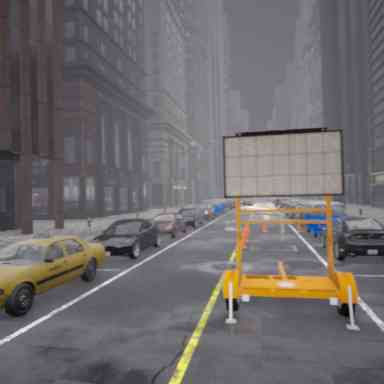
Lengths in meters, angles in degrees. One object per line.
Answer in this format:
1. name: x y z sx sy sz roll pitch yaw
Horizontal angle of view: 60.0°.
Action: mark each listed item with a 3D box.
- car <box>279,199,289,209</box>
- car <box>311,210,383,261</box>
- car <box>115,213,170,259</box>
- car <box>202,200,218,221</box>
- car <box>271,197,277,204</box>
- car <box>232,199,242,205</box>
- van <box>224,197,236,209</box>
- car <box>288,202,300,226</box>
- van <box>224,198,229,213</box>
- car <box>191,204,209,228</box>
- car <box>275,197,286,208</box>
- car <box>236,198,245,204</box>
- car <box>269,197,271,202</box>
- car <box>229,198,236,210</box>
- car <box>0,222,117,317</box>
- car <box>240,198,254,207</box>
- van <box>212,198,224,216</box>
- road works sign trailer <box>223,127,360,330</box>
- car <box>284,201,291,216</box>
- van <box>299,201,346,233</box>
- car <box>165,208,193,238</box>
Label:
1. car: 10.388 1.706 34.048 2.008 1.369 4.403 -2 -1 12
2. car: 5.784 1.550 11.978 2.008 1.369 4.403 -2 -1 12
3. car: -2.562 1.791 13.700 1.947 1.339 4.313 -2 -1 12
4. car: 0.888 1.780 30.256 1.967 1.590 4.097 -2 -1 12
5. car: 14.986 1.636 56.120 2.192 1.841 5.009 -2 -1 12
6. car: 10.100 2.223 74.395 1.887 1.381 4.507 -2 -1 12
7. van: 6.641 1.888 57.844 1.690 1.788 3.998 -2 -1 12
8. car: 8.086 1.627 23.013 2.008 1.369 4.403 -2 -1 12
9. van: 3.187 1.763 41.292 1.690 1.788 3.998 -2 -1 12
10. car: -0.260 1.867 24.736 1.947 1.339 4.313 -2 -1 12
11. car: 12.690 1.782 45.083 1.887 1.381 4.507 -2 -1 12
12. car: 12.402 2.335 85.430 1.947 1.339 4.313 -2 -1 12
13. car: 19.630 2.025 78.353 1.752 1.417 4.829 -2 -1 12
14. car: 5.489 1.819 52.327 2.192 1.841 5.009 -2 -1 12
15. car: -3.748 1.712 8.017 1.752 1.417 4.829 -2 -1 12
16. car: 10.453 1.992 62.565 1.882 1.535 5.008 -2 -1 12
17. van: 2.036 1.722 35.774 1.690 1.788 3.998 -2 -1 12
18. road works sign trailer: 1.909 0.500 7.058 2.380 3.560 2.880 -2 -1 12
19. car: 9.238 1.697 28.531 1.802 1.307 4.206 -2 -1 12
20. van: 6.930 1.378 17.498 1.690 1.788 3.998 -2 -1 12
21. car: -1.410 1.844 19.218 1.802 1.307 4.206 -2 -1 12
